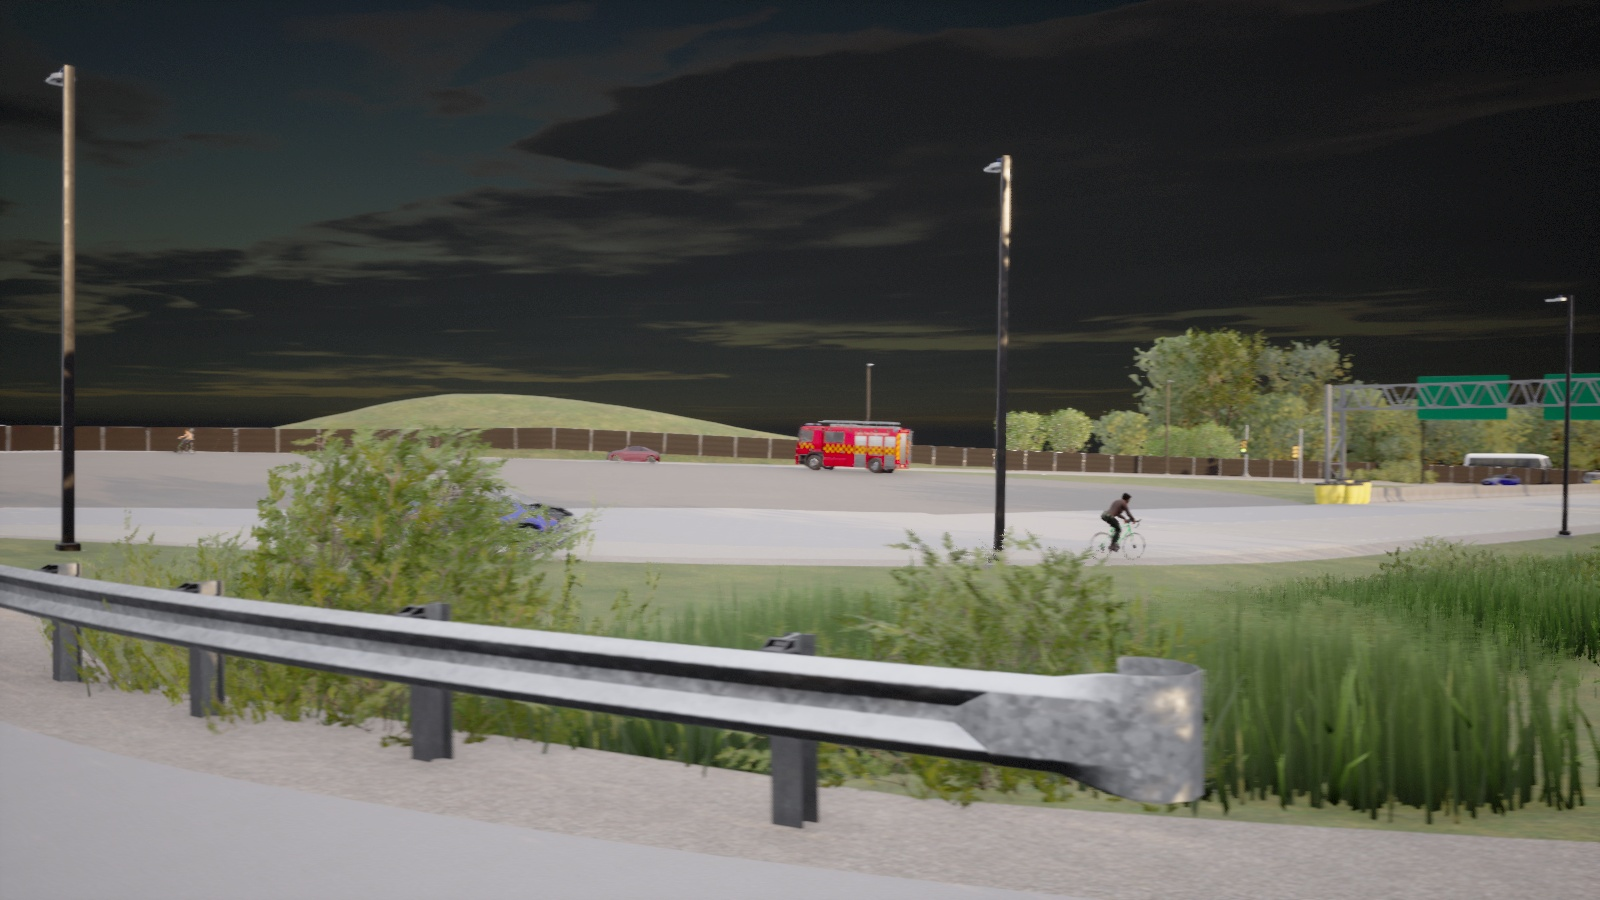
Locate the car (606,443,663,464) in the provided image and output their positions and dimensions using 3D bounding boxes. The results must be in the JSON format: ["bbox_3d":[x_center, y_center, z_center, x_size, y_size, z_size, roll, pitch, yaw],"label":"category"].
[{"bbox_3d":[-12.791,0.260,97.202,4.181,1.385,1.994,3,1,-5],"label":"car"}]

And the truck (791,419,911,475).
[{"bbox_3d":[3.828,-0.237,94.835,8.468,3.827,2.891,3,1,27],"label":"truck"}]

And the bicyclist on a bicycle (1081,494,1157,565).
[{"bbox_3d":[7.657,1.911,30.130,1.656,1.620,0.582,2,2,-24],"label":"bicyclist on a bicycle"}]
